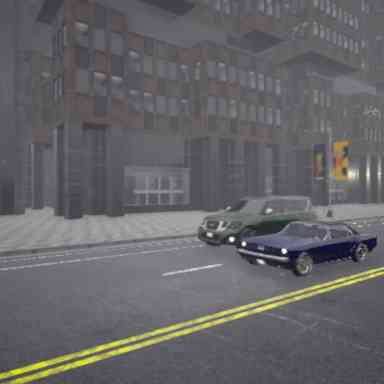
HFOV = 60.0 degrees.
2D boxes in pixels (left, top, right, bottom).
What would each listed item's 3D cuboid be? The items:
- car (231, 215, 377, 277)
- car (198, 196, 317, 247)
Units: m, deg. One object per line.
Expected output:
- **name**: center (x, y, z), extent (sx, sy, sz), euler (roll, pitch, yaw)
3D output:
- **car**: center (3.669, 1.575, 10.290), extent (4.718, 1.301, 1.895), euler (0, 0, -35)
- **car**: center (2.896, 1.192, 13.730), extent (5.566, 2.045, 2.150), euler (0, 0, -35)
